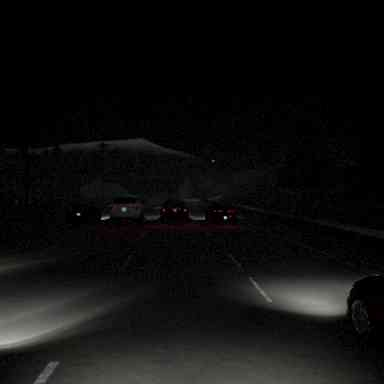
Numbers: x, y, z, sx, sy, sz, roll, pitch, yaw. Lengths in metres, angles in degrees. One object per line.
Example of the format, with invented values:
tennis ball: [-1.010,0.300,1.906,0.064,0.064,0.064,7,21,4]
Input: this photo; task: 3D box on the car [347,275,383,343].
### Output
car: [3.474,1.529,3.496,1.812,1.442,4.674,0,0,-1]

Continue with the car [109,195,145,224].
car: [-4.835,1.250,25.229,2.150,2.045,5.566,0,0,-4]

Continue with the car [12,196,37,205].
car: [-24.413,1.415,49.616,2.097,1.767,4.553,0,0,-4]

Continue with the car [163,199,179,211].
car: [-2.713,1.610,43.030,1.994,1.385,4.181,0,0,-4]

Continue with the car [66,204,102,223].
car: [-8.425,1.596,26.201,1.994,1.385,4.181,0,0,-4]

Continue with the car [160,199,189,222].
car: [-1.423,1.382,26.442,2.097,1.767,4.553,0,0,-4]

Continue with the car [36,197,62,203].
car: [-20.918,1.555,49.811,2.128,1.511,4.902,0,0,-4]

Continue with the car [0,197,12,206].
car: [-27.881,1.557,49.038,2.128,1.511,4.902,0,0,-4]

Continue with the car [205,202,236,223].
car: [2.144,1.532,25.703,1.837,1.490,4.892,0,0,-4]
